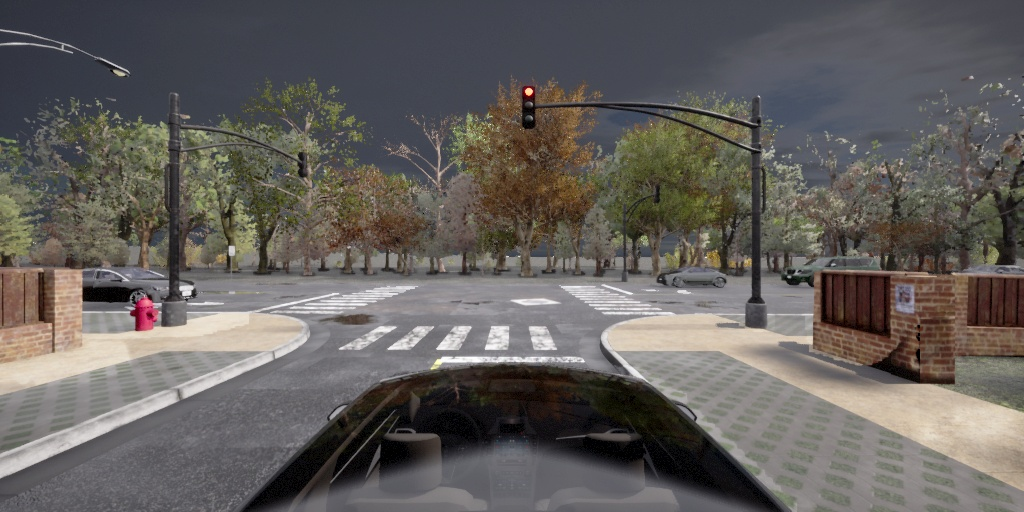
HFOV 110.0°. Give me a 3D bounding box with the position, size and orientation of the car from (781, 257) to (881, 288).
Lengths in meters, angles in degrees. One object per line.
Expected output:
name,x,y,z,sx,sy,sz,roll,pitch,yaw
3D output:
car,21.282,1.057,23.957,5.566,2.045,2.150,0,0,0

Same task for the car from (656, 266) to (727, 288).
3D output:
car,11.925,1.369,23.947,4.181,1.385,1.994,0,0,0

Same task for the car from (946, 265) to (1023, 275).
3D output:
car,31.997,1.362,23.958,4.902,1.511,2.128,0,0,0

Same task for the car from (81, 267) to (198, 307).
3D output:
car,-15.117,1.183,13.965,4.902,1.511,2.128,0,0,0
